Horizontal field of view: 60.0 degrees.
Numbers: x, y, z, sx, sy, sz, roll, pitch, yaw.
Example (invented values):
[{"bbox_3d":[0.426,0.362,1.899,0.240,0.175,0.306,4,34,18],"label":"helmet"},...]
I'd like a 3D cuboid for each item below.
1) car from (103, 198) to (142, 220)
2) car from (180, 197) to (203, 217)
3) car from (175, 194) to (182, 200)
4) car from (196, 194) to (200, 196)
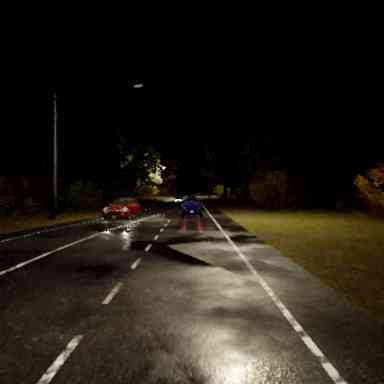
[{"bbox_3d":[-5.639,1.322,27.334,2.097,1.767,4.553,0,0,7],"label":"car"},{"bbox_3d":[-0.005,1.491,30.563,1.812,1.442,4.674,0,0,0],"label":"car"},{"bbox_3d":[-3.515,1.331,87.959,2.128,1.511,4.902,0,0,0],"label":"car"},{"bbox_3d":[-0.011,1.469,52.194,2.033,1.411,5.357,0,0,0],"label":"car"}]
